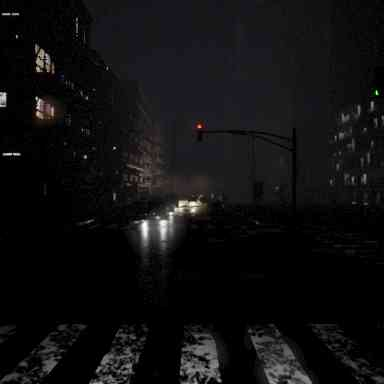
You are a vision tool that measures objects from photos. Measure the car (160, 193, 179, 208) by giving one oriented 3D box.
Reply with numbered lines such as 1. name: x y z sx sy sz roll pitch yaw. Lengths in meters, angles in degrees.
1. car: -3.067 1.218 49.409 2.150 2.045 5.566 0 0 0

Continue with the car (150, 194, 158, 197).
1. car: -5.684 1.436 40.988 1.967 1.590 4.097 -1 0 0

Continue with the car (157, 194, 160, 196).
1. car: -5.680 1.312 52.287 2.192 1.841 5.009 -1 0 0

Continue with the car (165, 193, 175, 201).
1. car: -5.665 1.322 86.180 2.192 1.841 5.009 -1 0 0

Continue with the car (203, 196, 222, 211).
1. car: 2.665 1.540 41.042 1.887 1.381 4.507 -1 0 0

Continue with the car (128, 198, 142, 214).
1. car: -5.685 1.540 35.339 1.887 1.381 4.507 -1 0 0

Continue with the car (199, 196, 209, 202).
1. car: 2.681 1.548 74.936 1.887 1.381 4.507 -1 0 0

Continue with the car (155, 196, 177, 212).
1. car: -3.078 1.521 39.062 1.812 1.442 4.674 0 0 0

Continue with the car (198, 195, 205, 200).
1. car: 2.688 1.534 92.053 1.752 1.417 4.829 -1 0 0

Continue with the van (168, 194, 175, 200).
1. van: -5.662 1.350 91.828 1.690 1.788 3.998 -1 0 0

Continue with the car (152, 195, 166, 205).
1. car: -5.676 1.439 57.935 1.967 1.590 4.097 -1 0 0

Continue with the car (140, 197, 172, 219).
1. car: -3.086 1.500 29.308 1.837 1.490 4.892 0 0 0

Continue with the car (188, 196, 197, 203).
1. car: 0.135 1.549 69.761 2.033 1.411 5.357 0 0 0

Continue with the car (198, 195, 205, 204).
1. car: 2.675 1.551 63.637 2.008 1.369 4.403 -1 0 0

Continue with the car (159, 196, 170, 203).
1. car: -5.669 1.583 69.233 1.802 1.307 4.206 -1 0 0
